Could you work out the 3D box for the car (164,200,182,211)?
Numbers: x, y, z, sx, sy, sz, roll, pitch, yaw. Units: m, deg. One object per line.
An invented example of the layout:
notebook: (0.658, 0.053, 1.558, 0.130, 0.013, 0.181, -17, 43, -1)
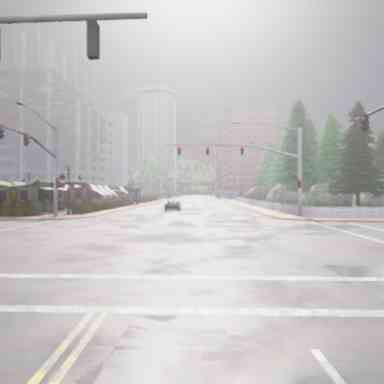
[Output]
car: (-2.338, 1.662, 40.978, 1.895, 1.301, 4.718, 0, 0, 2)
